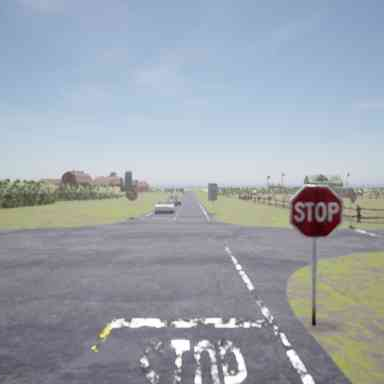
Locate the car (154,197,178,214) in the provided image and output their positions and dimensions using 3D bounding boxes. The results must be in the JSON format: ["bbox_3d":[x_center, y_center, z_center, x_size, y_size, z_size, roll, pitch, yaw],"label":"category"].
[{"bbox_3d":[-2.759,1.521,33.952,1.895,1.301,4.718,0,0,0],"label":"car"}]

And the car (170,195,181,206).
[{"bbox_3d":[-2.765,1.190,51.892,2.097,1.767,4.553,0,0,0],"label":"car"}]
